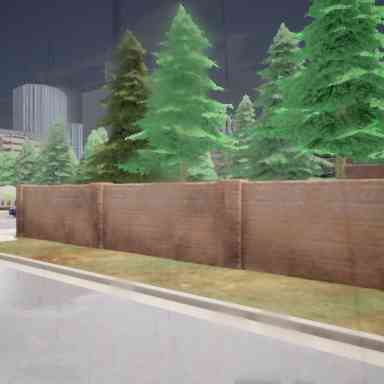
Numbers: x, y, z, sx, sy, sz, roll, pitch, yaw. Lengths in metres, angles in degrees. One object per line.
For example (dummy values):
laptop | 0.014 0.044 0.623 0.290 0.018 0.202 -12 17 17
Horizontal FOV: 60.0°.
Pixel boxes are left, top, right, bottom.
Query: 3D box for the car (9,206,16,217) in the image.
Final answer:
car | -14.018 1.477 30.423 1.882 1.535 5.008 0 0 35
